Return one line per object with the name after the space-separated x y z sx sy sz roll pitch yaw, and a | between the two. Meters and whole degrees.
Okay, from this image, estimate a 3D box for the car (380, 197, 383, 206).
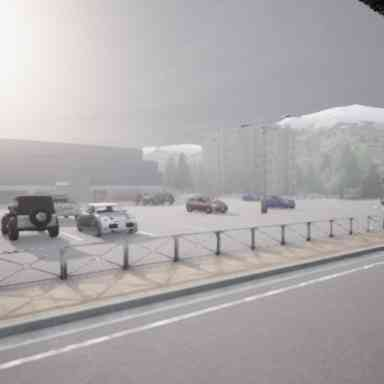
23.501 0.988 36.520 2.152 1.636 5.027 -1 0 -36 | car

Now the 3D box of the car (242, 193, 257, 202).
10.765 1.006 59.500 1.845 1.501 3.633 -1 0 -36 | car

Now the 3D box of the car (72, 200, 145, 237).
-4.241 1.311 16.424 1.970 1.475 3.806 -1 0 -36 | car

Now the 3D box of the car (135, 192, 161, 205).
-6.498 0.893 46.695 1.905 1.878 3.866 -1 0 -36 | car

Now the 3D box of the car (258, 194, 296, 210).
9.405 1.079 35.807 1.845 1.501 3.633 -1 0 -36 | car

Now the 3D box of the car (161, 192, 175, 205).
-4.383 0.889 48.731 1.932 1.855 4.605 -1 0 -36 | car

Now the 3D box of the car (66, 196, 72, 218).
-9.237 1.048 23.275 1.932 1.855 4.605 -1 0 -36 | car

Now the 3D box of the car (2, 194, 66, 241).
-7.296 1.055 14.972 1.905 1.878 3.866 -1 0 -36 | car

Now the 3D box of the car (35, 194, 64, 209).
-16.869 1.079 39.205 2.152 1.636 5.027 -1 0 -36 | car

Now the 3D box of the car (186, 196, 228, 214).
1.279 1.142 29.991 2.007 1.523 4.514 -1 0 -36 | car
